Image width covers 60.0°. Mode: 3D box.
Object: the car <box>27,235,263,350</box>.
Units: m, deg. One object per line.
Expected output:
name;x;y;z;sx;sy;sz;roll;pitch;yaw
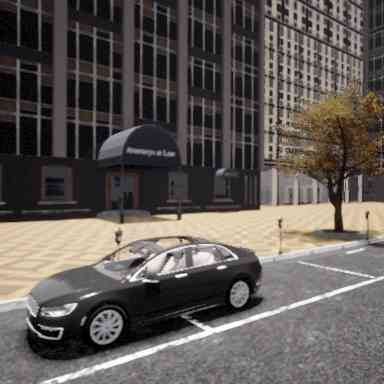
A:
car;-0.591;1.542;6.130;4.403;1.369;2.008;0;1;-35
